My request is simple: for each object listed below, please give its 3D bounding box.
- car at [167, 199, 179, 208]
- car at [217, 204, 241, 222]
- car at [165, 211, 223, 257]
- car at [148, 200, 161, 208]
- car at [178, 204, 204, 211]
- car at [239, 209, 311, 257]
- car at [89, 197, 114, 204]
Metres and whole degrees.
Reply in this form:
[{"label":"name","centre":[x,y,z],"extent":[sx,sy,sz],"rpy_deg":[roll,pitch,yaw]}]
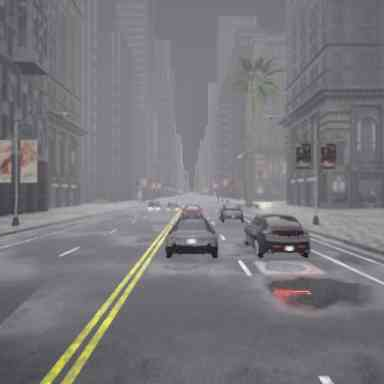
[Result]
[{"label":"car","centre":[-3.307,2.048,58.184],"extent":[1.812,1.442,4.674],"rpy_deg":[0,0,0]},{"label":"car","centre":[3.269,1.759,28.507],"extent":[2.128,1.511,4.902],"rpy_deg":[0,0,0]},{"label":"car","centre":[0.014,1.692,13.521],"extent":[1.994,1.385,4.181],"rpy_deg":[0,0,1]},{"label":"car","centre":[-6.555,2.087,58.374],"extent":[1.994,1.385,4.181],"rpy_deg":[0,0,0]},{"label":"car","centre":[0.023,1.795,28.905],"extent":[1.812,1.442,4.674],"rpy_deg":[0,0,0]},{"label":"car","centre":[3.268,1.635,13.500],"extent":[1.837,1.490,4.892],"rpy_deg":[0,0,0]},{"label":"car","centre":[-23.836,2.605,87.716],"extent":[4.829,1.417,1.752],"rpy_deg":[-1,1,0]}]
